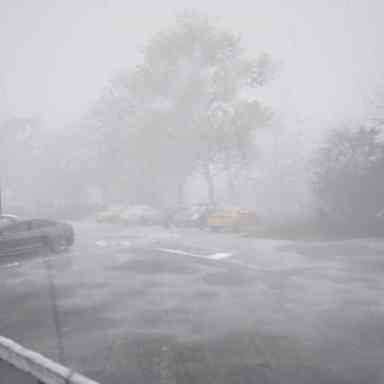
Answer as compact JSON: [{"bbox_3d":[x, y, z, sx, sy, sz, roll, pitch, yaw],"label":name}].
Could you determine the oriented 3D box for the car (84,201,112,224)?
[{"bbox_3d":[-6.073,1.775,28.175,1.946,1.575,5.366,0,0,36],"label":"car"}]

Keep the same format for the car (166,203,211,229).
[{"bbox_3d":[0.678,1.600,23.543,2.185,1.767,4.553,0,0,36],"label":"car"}]

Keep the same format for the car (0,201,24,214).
[{"bbox_3d":[-23.887,1.977,41.341,2.097,1.535,5.008,-1,-1,36],"label":"car"}]

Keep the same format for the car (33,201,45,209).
[{"bbox_3d":[-12.705,1.860,33.183,2.163,1.488,4.792,0,0,36],"label":"car"}]

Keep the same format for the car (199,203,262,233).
[{"bbox_3d":[2.900,1.708,21.885,2.097,1.535,5.008,0,0,36],"label":"car"}]

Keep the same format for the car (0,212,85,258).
[{"bbox_3d":[-6.939,1.764,12.835,2.163,1.488,4.792,0,0,36],"label":"car"}]

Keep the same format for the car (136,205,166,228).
[{"bbox_3d":[-1.498,1.772,25.047,2.163,1.488,4.792,0,0,36],"label":"car"}]

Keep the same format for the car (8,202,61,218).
[{"bbox_3d":[-17.256,1.904,36.557,2.163,1.488,4.792,-1,0,36],"label":"car"}]

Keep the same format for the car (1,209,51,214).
[{"bbox_3d":[-9.166,1.752,14.494,2.097,1.535,5.008,0,0,36],"label":"car"}]

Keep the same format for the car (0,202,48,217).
[{"bbox_3d":[-19.392,1.932,38.107,2.163,1.488,4.792,-1,0,36],"label":"car"}]

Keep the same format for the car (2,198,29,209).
[{"bbox_3d":[-11.400,1.519,16.144,2.435,2.045,5.566,0,0,36],"label":"car"}]

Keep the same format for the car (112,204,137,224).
[{"bbox_3d":[-3.724,1.800,26.696,2.002,1.452,4.674,0,0,36],"label":"car"}]

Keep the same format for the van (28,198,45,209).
[{"bbox_3d":[-14.964,1.625,35.001,1.878,1.987,4.442,-1,0,36],"label":"van"}]

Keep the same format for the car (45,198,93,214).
[{"bbox_3d":[-10.432,1.561,31.603,2.435,2.045,5.566,0,0,36],"label":"car"}]
